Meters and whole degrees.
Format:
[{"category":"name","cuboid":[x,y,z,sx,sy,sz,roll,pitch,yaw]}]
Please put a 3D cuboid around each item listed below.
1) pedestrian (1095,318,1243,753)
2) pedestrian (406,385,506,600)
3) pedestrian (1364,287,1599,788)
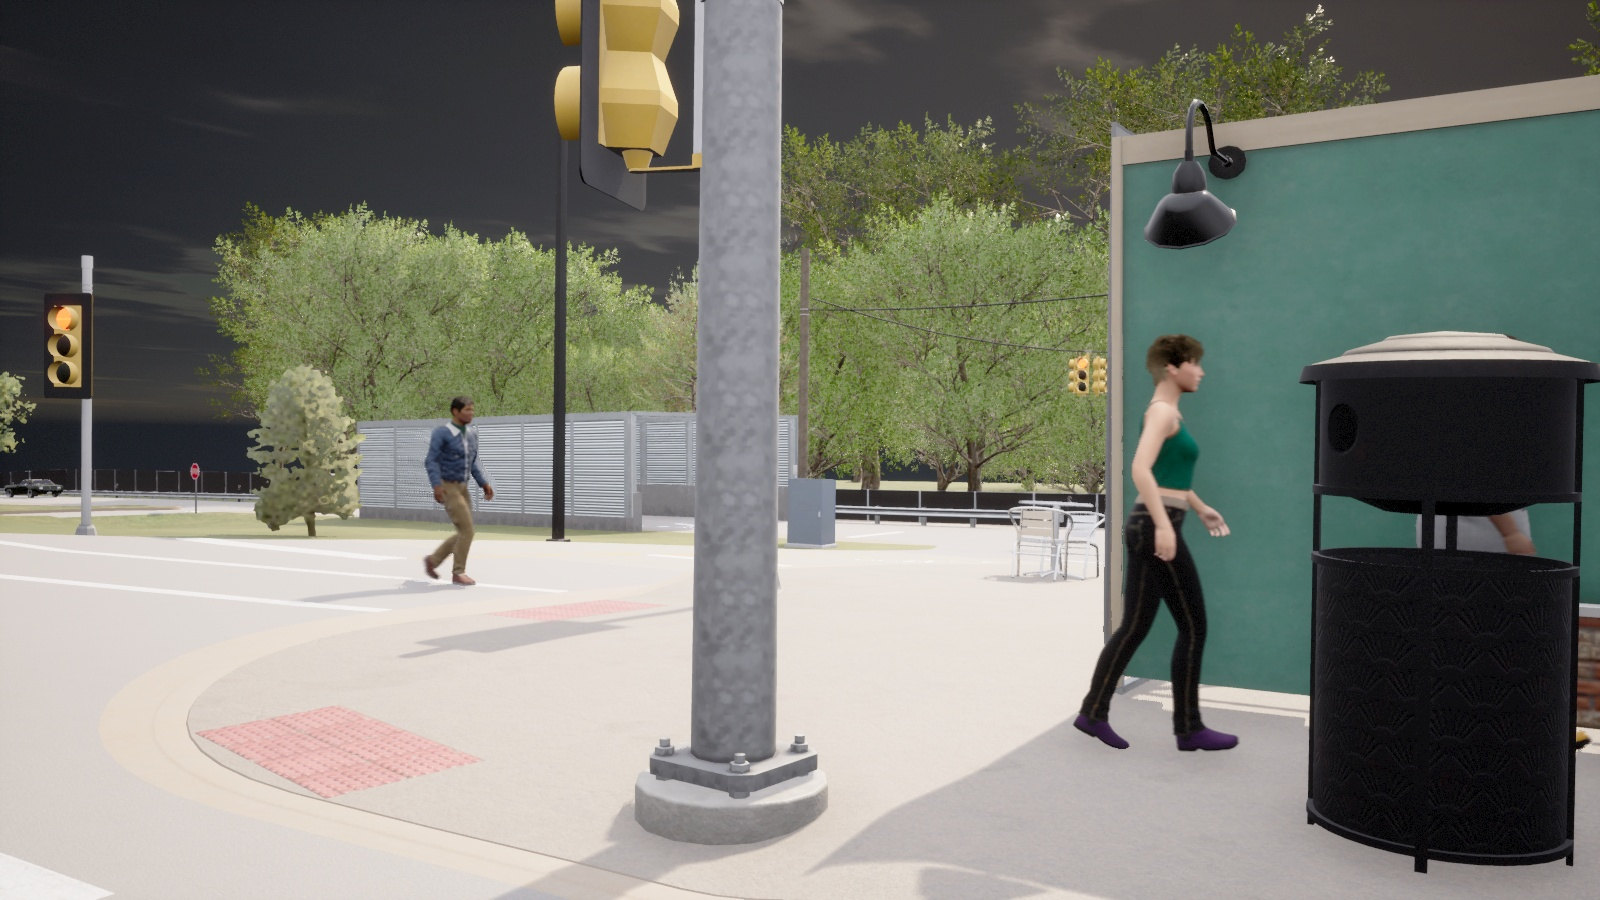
[{"category":"pedestrian","cuboid":[1.610,0.361,5.523,0.594,1.836,0.345,0,1,11]},{"category":"pedestrian","cuboid":[-3.202,0.379,11.696,0.788,1.949,0.423,0,1,23]},{"category":"pedestrian","cuboid":[2.959,0.337,5.395,0.873,1.952,0.659,0,1,34]}]
